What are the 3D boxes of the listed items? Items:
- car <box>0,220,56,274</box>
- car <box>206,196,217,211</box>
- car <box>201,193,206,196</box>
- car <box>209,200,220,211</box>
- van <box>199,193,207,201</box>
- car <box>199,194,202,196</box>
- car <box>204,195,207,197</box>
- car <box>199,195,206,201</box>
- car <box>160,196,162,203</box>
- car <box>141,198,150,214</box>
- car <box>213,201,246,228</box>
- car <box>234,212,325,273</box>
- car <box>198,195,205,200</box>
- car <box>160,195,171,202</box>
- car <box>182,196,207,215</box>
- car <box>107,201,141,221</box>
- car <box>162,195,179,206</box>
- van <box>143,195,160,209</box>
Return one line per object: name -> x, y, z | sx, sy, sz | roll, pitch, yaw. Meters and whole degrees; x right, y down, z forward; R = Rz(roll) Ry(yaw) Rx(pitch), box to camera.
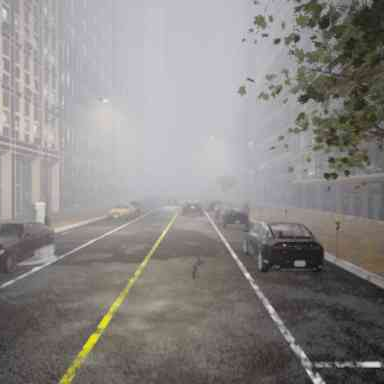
car -> -5.699, 1.576, 10.439 | 1.802, 1.307, 4.206 | 0, 0, 0
car -> 2.665, 1.530, 38.929 | 1.947, 1.339, 4.313 | 0, 0, 0
car -> 2.651, 1.450, 61.888 | 1.752, 1.417, 4.829 | 0, 0, 0
car -> 2.671, 1.561, 27.535 | 1.802, 1.307, 4.206 | 0, 0, 0
van -> 2.641, 1.225, 78.809 | 1.690, 1.788, 3.998 | 0, 0, 0
car -> -0.027, 1.448, 51.949 | 2.163, 1.488, 4.792 | 0, 0, 0
car -> 2.661, 1.500, 44.627 | 1.887, 1.381, 4.507 | 0, 0, 0
car -> 2.638, 1.449, 84.508 | 1.802, 1.307, 4.206 | 0, 0, 0
car -> -5.729, 1.476, 61.714 | 2.008, 1.369, 4.403 | 0, 0, 0
car -> -5.712, 1.537, 33.227 | 1.947, 1.339, 4.313 | 0, 0, 0
car -> 2.675, 1.535, 21.838 | 2.008, 1.369, 4.403 | 0, 0, 0
car -> 2.681, 1.545, 10.443 | 2.008, 1.369, 4.403 | 0, 0, 0
car -> 2.634, 1.432, 90.205 | 1.802, 1.307, 4.206 | 0, 0, 0
car -> -5.736, 1.449, 73.108 | 2.008, 1.369, 4.403 | 0, 0, 0
car -> 0.068, 1.475, 33.262 | 2.163, 1.488, 4.792 | 0, 0, 0
car -> -5.709, 1.504, 27.361 | 1.752, 1.417, 4.829 | 0, 0, 0
car -> -3.104, 1.433, 53.195 | 2.128, 1.511, 4.902 | 0, 0, 0
van -> -5.720, 1.296, 44.622 | 1.690, 1.788, 3.998 | 0, 0, 0
